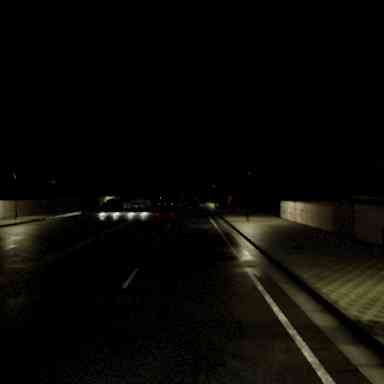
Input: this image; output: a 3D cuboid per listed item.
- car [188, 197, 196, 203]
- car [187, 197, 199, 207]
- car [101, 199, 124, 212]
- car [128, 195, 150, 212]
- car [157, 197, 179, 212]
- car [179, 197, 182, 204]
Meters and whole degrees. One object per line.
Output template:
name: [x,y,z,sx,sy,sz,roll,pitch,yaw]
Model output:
car: [0.006,1.822,78.269,2.033,1.411,5.357,0,0,0]
car: [0.103,1.760,56.375,1.994,1.385,4.181,0,0,0]
car: [-9.826,1.616,41.415,1.882,1.535,5.008,0,0,0]
car: [-6.577,1.365,42.045,2.150,2.045,5.566,0,-1,0]
car: [-3.148,1.491,41.720,2.097,1.767,4.553,0,0,0]
car: [-3.244,1.788,73.413,1.812,1.442,4.674,0,0,0]
